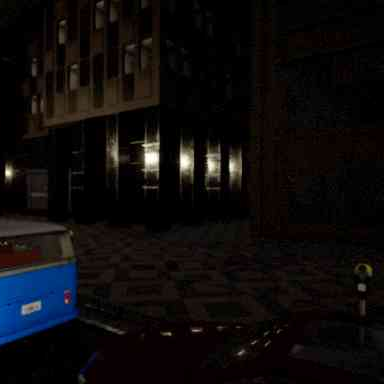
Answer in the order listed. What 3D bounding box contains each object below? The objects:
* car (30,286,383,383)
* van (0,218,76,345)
[{"bbox_3d":[0.887,1.581,2.328,4.206,1.307,1.802,0,0,36],"label":"car"},{"bbox_3d":[-3.672,1.326,5.580,3.998,1.788,1.690,0,0,36],"label":"van"}]
